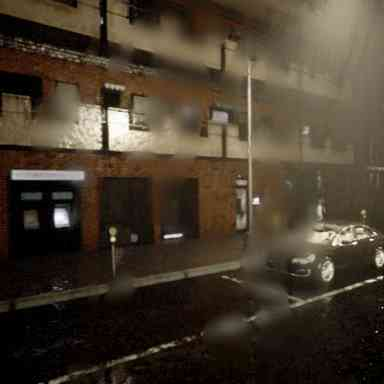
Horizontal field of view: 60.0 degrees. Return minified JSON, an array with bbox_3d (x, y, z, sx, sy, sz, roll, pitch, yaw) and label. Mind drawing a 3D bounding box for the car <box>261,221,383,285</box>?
[{"bbox_3d":[3.830,1.527,9.331,4.403,1.369,2.008,0,-1,-36],"label":"car"}]
